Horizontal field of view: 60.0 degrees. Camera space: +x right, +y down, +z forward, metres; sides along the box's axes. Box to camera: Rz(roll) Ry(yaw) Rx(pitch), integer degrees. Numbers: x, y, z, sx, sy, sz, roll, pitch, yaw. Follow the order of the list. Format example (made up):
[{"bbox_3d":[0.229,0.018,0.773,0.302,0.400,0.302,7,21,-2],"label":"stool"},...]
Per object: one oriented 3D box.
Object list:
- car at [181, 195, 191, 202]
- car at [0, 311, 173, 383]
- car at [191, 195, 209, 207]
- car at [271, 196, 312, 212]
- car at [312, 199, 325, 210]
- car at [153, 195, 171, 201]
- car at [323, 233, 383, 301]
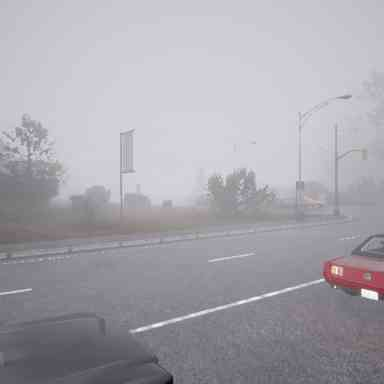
[{"bbox_3d":[0.018,1.276,65.724,2.033,1.411,5.357,-1,0,-38],"label":"car"},{"bbox_3d":[-2.394,1.601,2.028,4.718,1.301,1.895,0,0,-36],"label":"car"},{"bbox_3d":[2.419,1.160,45.681,2.097,1.767,4.553,-1,0,-39],"label":"car"},{"bbox_3d":[10.141,1.404,36.090,1.895,1.301,4.718,-1,0,-39],"label":"car"},{"bbox_3d":[12.766,1.252,38.413,1.882,1.535,5.008,-1,0,-39],"label":"car"},{"bbox_3d":[-6.714,1.330,73.992,1.895,1.301,4.718,-1,0,-38],"label":"car"},{"bbox_3d":[5.054,1.570,7.366,4.718,1.301,1.895,0,0,-36],"label":"car"}]
